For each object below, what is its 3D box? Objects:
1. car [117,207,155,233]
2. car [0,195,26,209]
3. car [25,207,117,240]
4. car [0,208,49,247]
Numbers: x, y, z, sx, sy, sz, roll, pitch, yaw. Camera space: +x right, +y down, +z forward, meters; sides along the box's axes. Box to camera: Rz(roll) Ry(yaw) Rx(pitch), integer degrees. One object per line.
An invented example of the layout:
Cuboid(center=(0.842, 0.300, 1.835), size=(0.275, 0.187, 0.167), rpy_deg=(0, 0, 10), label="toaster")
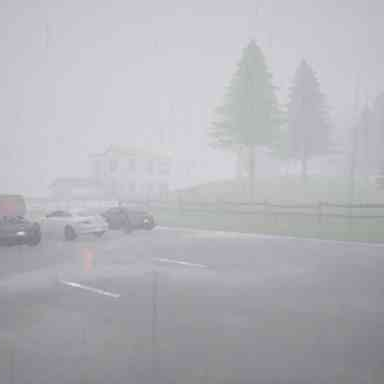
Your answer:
Cuboid(center=(-4.204, 1.573, 19.765), size=(4.181, 1.385, 1.994), rpy_deg=(0, 0, 36), label="car")
Cuboid(center=(-16.440, 1.258, 28.493), size=(5.566, 2.045, 2.150), rpy_deg=(0, 0, 36), label="car")
Cuboid(center=(-6.236, 1.533, 16.916), size=(4.674, 1.442, 1.812), rpy_deg=(0, 0, 36), label="car")
Cuboid(center=(-8.269, 1.573, 14.066), size=(4.181, 1.385, 1.994), rpy_deg=(0, 0, 36), label="car")
